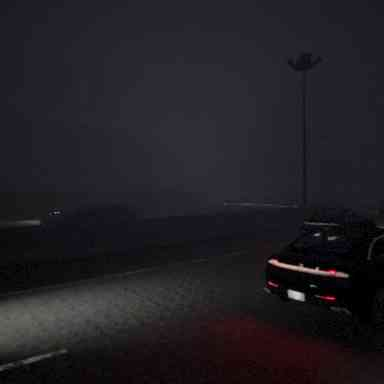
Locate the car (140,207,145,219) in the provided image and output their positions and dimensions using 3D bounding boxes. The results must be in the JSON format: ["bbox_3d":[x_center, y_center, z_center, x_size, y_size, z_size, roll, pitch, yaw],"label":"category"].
[{"bbox_3d":[-5.892,1.590,27.211,1.994,1.385,4.181,0,0,43],"label":"car"}]

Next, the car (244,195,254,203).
[{"bbox_3d":[11.121,1.439,65.077,2.128,1.511,4.902,0,0,8],"label":"car"}]

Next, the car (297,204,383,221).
[{"bbox_3d":[6.571,1.459,14.716,2.128,1.511,4.902,0,0,44],"label":"car"}]

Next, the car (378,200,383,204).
[{"bbox_3d":[17.980,1.402,29.999,2.128,1.511,4.902,0,0,30],"label":"car"}]

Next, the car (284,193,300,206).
[{"bbox_3d":[16.233,1.135,54.160,2.150,2.045,5.566,0,0,14],"label":"car"}]

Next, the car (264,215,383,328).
[{"bbox_3d":[3.548,1.475,7.043,4.902,1.511,2.128,0,0,-41],"label":"car"}]

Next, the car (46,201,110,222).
[{"bbox_3d":[-9.623,1.548,28.331,1.837,1.490,4.892,0,0,44],"label":"car"}]

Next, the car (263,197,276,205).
[{"bbox_3d":[13.553,1.491,58.439,1.994,1.385,4.181,0,0,11],"label":"car"}]

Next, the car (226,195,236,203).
[{"bbox_3d":[7.651,1.457,65.562,1.837,1.490,4.892,0,0,8],"label":"car"}]

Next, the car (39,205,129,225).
[{"bbox_3d":[-5.838,1.591,17.609,4.181,1.385,1.994,0,0,-42],"label":"car"}]

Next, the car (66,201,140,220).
[{"bbox_3d":[-6.156,1.532,21.985,4.892,1.490,1.837,0,0,-44],"label":"car"}]
